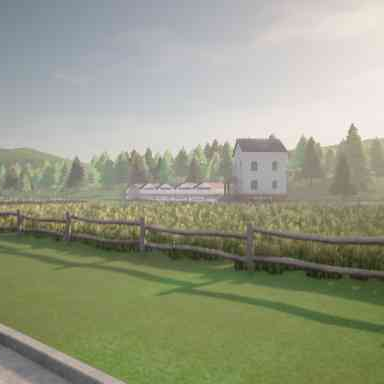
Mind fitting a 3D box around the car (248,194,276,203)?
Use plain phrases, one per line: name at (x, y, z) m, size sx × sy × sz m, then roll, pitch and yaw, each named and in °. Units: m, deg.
car at (12.063, 1.198, 57.458) m, size 4.605 × 1.855 × 1.932 m, roll 0°, pitch 0°, yaw 35°
